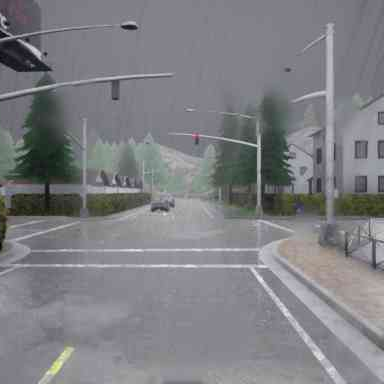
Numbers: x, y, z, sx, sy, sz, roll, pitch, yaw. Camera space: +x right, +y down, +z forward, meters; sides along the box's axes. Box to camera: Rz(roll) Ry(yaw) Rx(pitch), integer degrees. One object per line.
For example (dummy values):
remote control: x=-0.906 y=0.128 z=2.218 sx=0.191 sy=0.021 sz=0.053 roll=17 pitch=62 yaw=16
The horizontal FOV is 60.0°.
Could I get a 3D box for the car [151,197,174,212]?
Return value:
car: x=-3.568 y=1.547 z=38.440 sx=2.033 sy=1.411 sz=5.357 roll=0 pitch=0 yaw=0
